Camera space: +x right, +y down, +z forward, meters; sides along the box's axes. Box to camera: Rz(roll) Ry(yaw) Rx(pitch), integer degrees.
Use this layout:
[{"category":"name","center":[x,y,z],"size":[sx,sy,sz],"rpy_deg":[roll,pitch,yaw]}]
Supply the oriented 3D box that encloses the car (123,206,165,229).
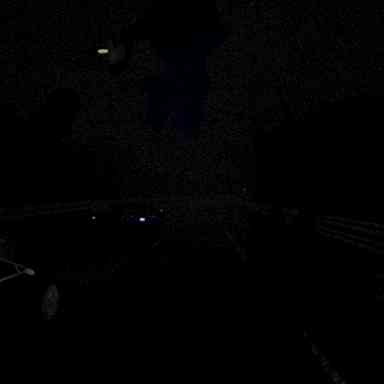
[{"category":"car","center":[-2.972,1.654,22.328],"size":[1.994,1.385,4.181],"rpy_deg":[0,0,2]}]

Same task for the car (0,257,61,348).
[{"category":"car","center":[-3.363,1.507,4.292],"size":[2.128,1.511,4.902],"rpy_deg":[0,0,0]}]

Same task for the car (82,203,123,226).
[{"category":"car","center":[-6.398,1.575,24.442],"size":[1.882,1.535,5.008],"rpy_deg":[0,0,2]}]
